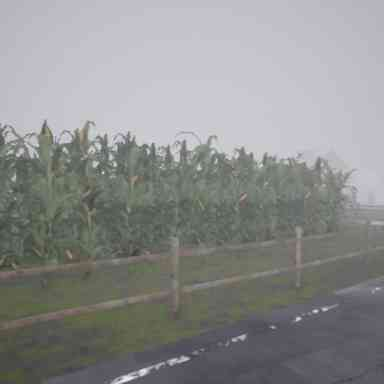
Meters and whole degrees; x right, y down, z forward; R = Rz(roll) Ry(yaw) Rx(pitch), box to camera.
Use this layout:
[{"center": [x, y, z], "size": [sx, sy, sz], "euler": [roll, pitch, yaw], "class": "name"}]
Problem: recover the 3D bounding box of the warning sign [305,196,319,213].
[{"center": [13.598, 1.428, 37.693], "size": [1.300, 1.860, 1.060], "euler": [0, 0, -39], "class": "warning sign"}]
